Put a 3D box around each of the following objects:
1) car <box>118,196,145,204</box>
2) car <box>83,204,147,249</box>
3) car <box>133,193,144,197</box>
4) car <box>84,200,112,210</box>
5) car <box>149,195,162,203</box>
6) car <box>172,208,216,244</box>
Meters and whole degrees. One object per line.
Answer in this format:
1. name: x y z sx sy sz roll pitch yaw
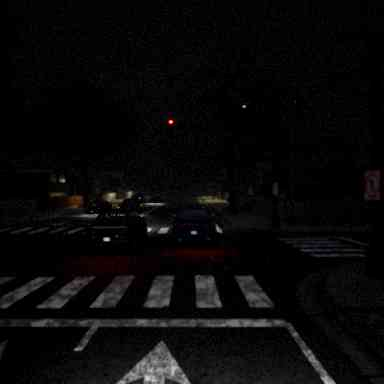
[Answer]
1. car: -6.587 1.500 35.317 1.837 1.490 4.892 0 0 0
2. car: -3.171 1.541 14.822 2.128 1.511 4.902 -1 0 0
3. car: -9.756 1.075 59.438 2.097 1.767 4.553 0 1 1
4. car: -9.840 1.542 35.381 2.033 1.411 5.357 0 0 0
5. car: -6.510 1.288 59.468 1.994 1.385 4.181 0 1 0
6. car: 0.085 1.496 16.000 1.882 1.535 5.008 0 0 0
